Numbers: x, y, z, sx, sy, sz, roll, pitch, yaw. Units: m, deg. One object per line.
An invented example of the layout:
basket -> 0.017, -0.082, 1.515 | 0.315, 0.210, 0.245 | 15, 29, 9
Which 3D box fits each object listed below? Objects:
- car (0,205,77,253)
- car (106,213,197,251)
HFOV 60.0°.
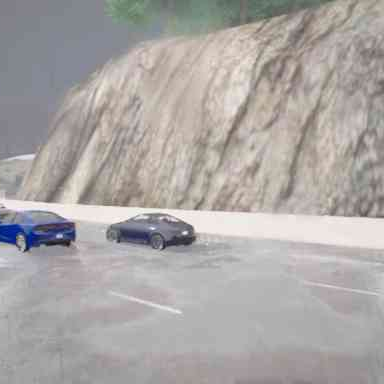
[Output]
car -> -6.840, 1.493, 14.028 | 5.008, 1.535, 1.882 | 0, 0, 40
car -> -1.832, 1.587, 14.416 | 4.181, 1.385, 1.994 | 0, 0, 39
